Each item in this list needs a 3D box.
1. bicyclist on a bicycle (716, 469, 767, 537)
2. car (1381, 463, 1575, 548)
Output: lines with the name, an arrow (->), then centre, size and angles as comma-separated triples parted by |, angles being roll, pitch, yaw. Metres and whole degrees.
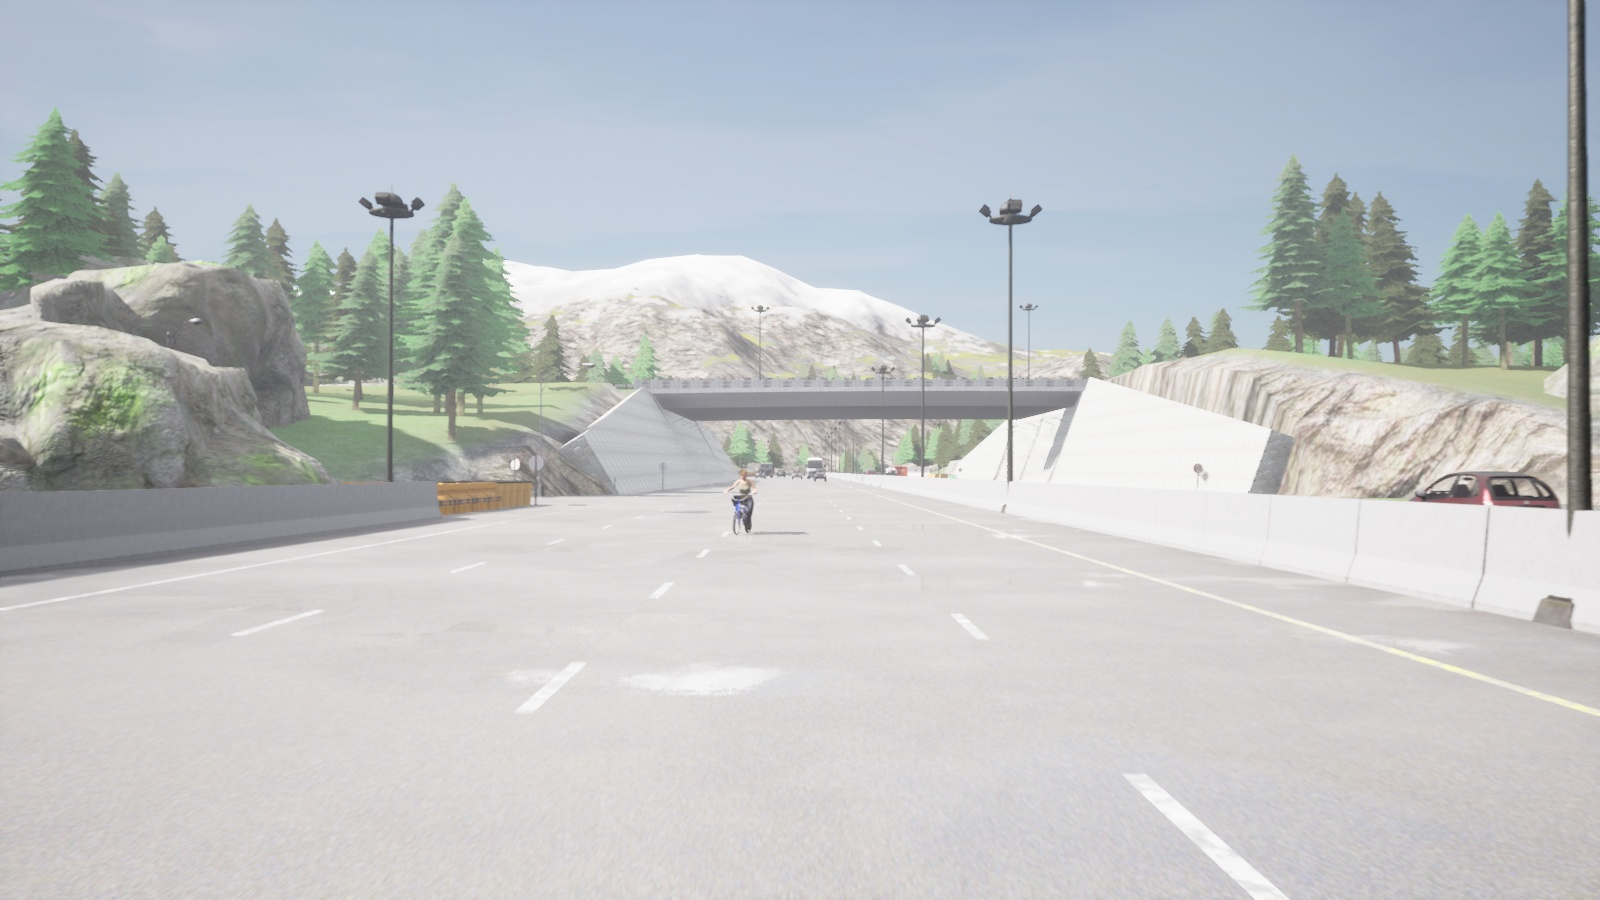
bicyclist on a bicycle -> -1.428, 1.273, 30.822 | 0.866, 1.612, 1.509 | 0, -1, 14
car -> 13.936, 1.094, 26.106 | 1.851, 1.617, 3.988 | 0, -1, 0
